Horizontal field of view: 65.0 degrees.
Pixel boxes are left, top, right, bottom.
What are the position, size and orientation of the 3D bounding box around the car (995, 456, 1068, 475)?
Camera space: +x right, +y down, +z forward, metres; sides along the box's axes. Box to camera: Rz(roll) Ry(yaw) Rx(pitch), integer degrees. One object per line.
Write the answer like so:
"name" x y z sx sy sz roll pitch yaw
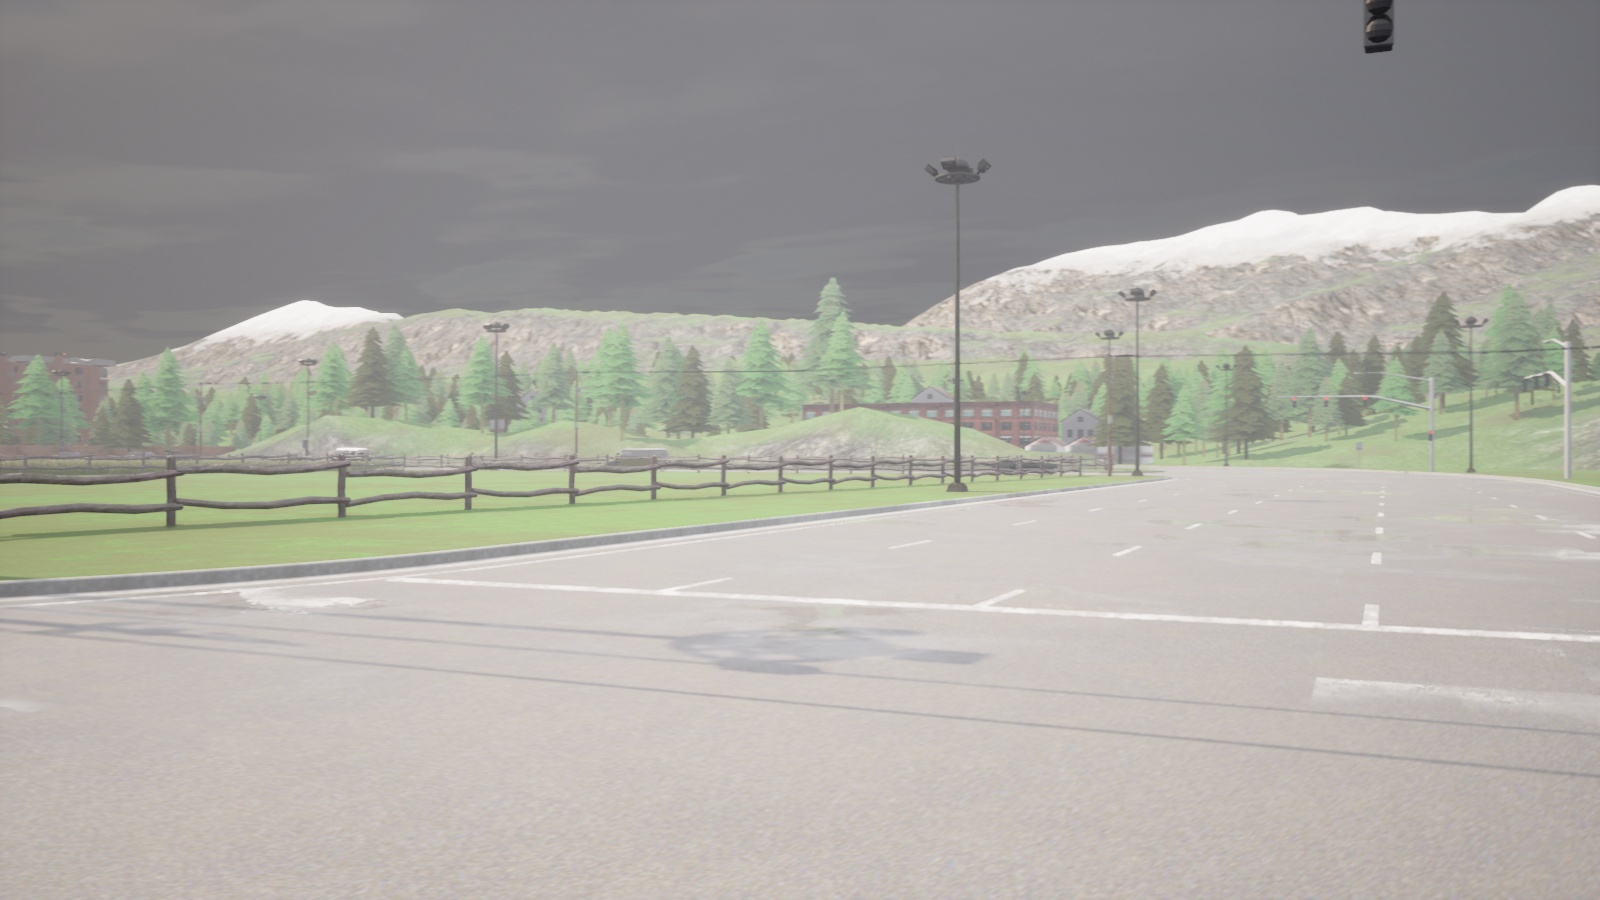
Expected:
"car" 16.242 1.096 88.115 4.718 1.301 1.895 0 0 25
